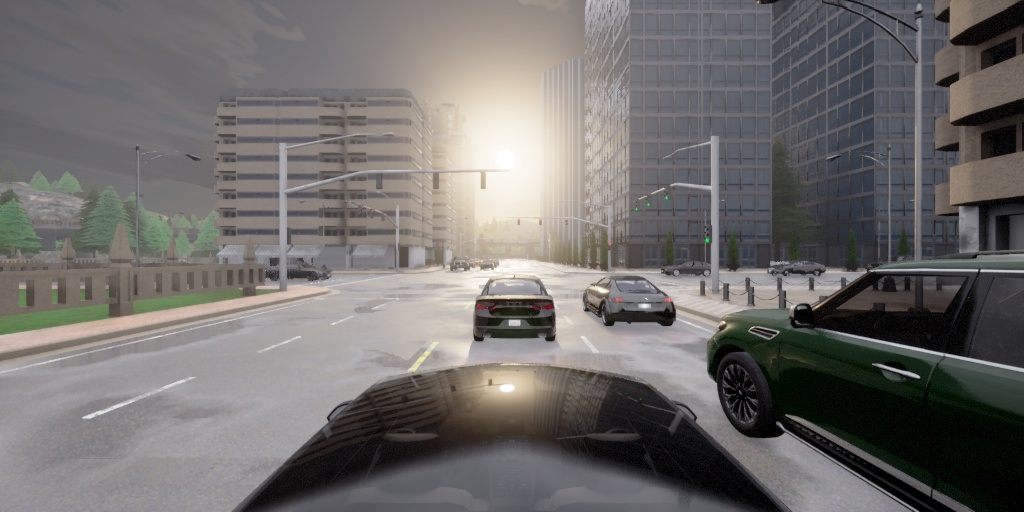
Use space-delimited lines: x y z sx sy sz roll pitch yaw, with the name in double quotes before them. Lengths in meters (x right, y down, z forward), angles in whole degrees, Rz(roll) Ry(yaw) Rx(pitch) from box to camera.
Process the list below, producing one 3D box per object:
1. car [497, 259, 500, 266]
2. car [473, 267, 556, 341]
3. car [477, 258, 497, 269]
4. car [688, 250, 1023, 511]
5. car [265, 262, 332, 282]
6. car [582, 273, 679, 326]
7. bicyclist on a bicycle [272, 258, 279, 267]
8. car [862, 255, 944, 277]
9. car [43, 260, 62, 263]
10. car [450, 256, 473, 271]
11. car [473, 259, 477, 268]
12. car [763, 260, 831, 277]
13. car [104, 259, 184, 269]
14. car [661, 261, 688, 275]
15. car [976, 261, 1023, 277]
"car" -3.589 1.241 62.309 2.128 1.511 4.902 0 0 0
"car" 0.066 1.228 9.864 1.882 1.535 5.008 0 0 0
"car" -3.612 1.255 52.969 1.837 1.490 4.892 0 0 0
"car" 3.601 0.971 2.288 2.150 2.045 5.566 0 0 0
"car" -16.454 1.220 27.690 4.674 1.442 1.812 0 0 1
"car" 3.575 1.314 11.643 1.994 1.385 4.181 0 0 0
"bicyclist on a bicycle" -26.094 0.995 39.820 0.582 1.620 1.656 0 0 7
"car" 37.556 0.916 34.534 5.566 2.045 2.150 0 0 0
"car" -41.172 1.221 32.408 4.674 1.442 1.812 0 0 28
"car" -7.114 0.972 49.599 2.150 2.045 5.566 0 0 0
"car" -7.103 1.255 59.303 1.837 1.490 4.892 0 0 0
"car" 27.377 1.186 34.589 4.902 1.511 2.128 0 0 0
"car" -29.275 1.221 28.562 4.674 1.442 1.812 0 0 8
"car" 16.965 1.199 34.648 4.892 1.490 1.837 0 0 0
"car" 48.100 1.220 34.436 4.674 1.442 1.812 0 0 1
